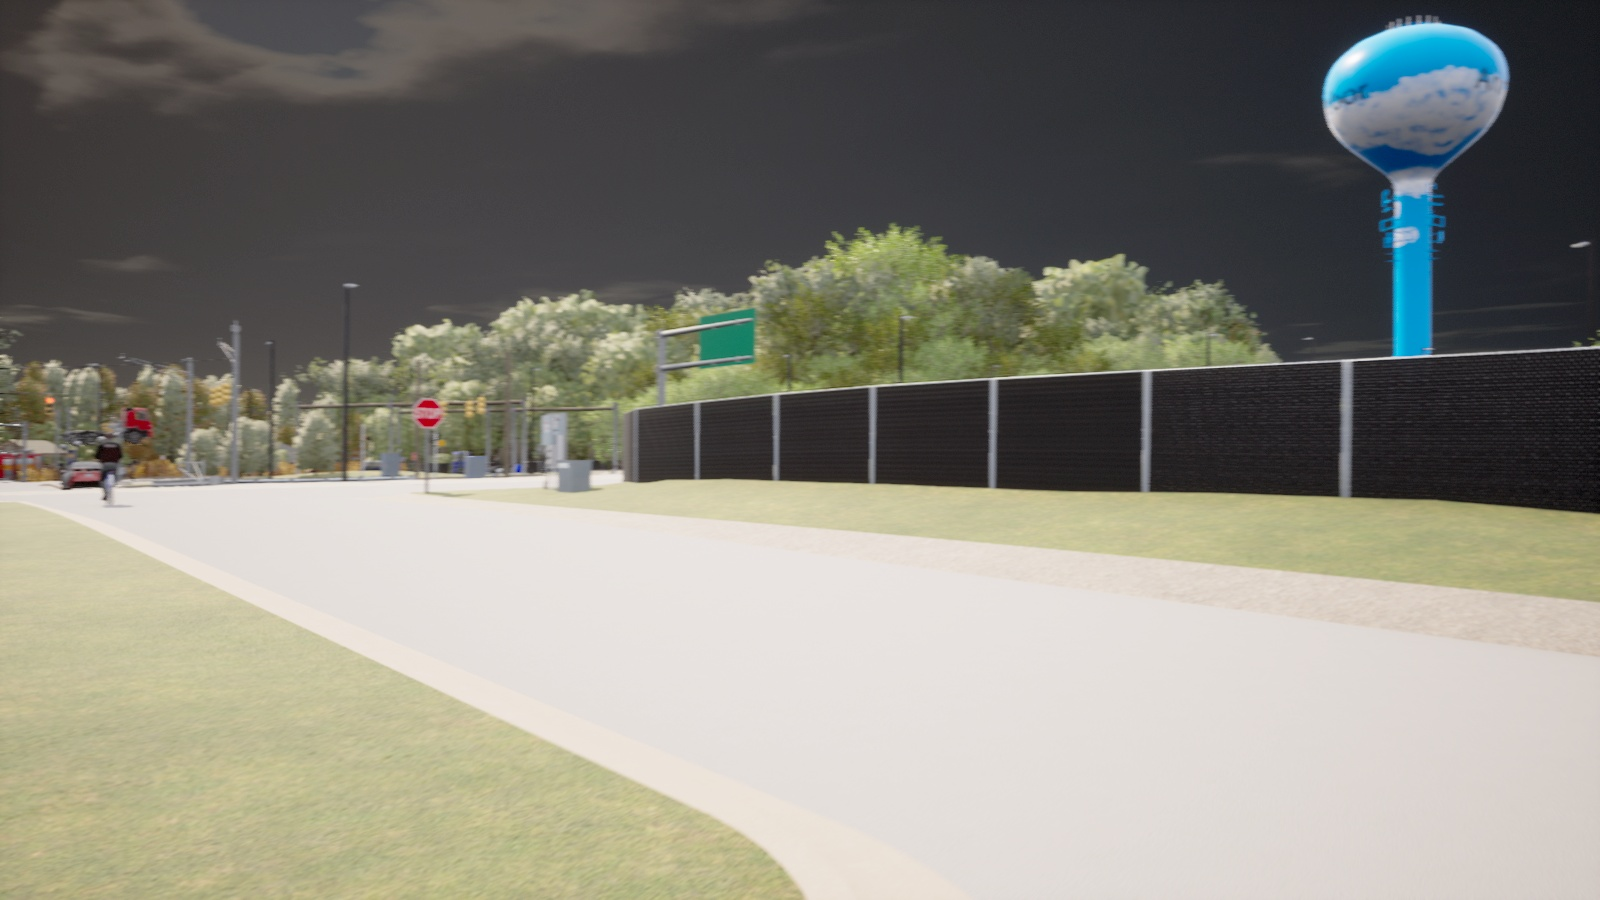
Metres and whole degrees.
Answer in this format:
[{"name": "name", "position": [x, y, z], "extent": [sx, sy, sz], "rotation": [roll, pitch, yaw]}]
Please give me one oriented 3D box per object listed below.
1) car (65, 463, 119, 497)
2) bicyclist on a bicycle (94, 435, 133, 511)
[{"name": "car", "position": [-34.744, 1.445, 61.566], "extent": [2.007, 1.525, 4.514], "rotation": [-1, 0, -33]}, {"name": "bicyclist on a bicycle", "position": [-16.555, 0.534, 30.261], "extent": [0.659, 1.776, 1.843], "rotation": [0, 0, -33]}]
